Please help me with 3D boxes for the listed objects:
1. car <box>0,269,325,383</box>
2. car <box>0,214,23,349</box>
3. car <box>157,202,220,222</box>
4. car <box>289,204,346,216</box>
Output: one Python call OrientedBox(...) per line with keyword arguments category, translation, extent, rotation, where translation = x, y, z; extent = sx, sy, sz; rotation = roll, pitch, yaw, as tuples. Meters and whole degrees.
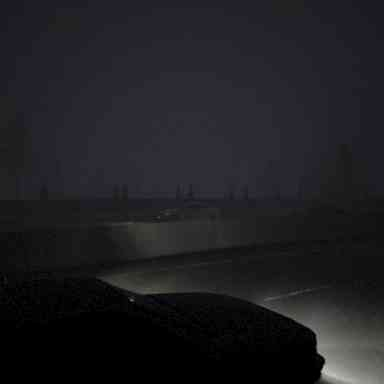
OrientedBox(category="car", translation=(-1.188, 1.536, 2.814), extent=(5.357, 1.411, 2.033), rotation=(0, 0, -35))
OrientedBox(category="car", translation=(-4.924, 1.330, 4.365), extent=(4.553, 1.767, 2.097), rotation=(0, 0, -36))
OrientedBox(category="car", translation=(-0.170, 1.485, 23.914), extent=(4.674, 1.442, 1.812), rotation=(0, 0, -27))
OrientedBox(category="car", translation=(9.240, 1.553, 24.428), extent=(4.181, 1.385, 1.994), rotation=(0, 0, -23))
